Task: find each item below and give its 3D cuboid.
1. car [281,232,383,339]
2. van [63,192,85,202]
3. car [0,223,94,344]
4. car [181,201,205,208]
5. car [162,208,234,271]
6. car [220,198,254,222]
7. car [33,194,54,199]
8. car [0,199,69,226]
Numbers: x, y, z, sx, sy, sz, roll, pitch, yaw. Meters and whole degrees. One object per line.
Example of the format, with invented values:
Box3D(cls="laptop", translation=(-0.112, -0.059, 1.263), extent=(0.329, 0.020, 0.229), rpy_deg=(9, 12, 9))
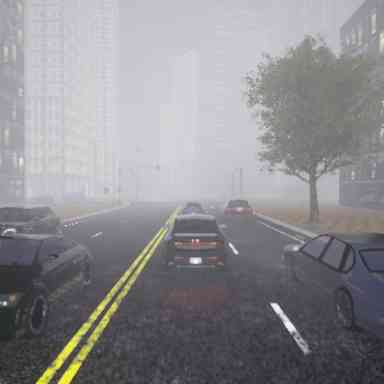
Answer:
Box3D(cls="car", translation=(3.344, 1.527, 6.708), extent=(2.033, 1.411, 5.357), rpy_deg=(0, 0, 0))
Box3D(cls="van", translation=(-22.662, 0.957, 63.860), extent=(3.998, 1.788, 1.690), rpy_deg=(0, 0, 1))
Box3D(cls="car", translation=(-3.353, 1.545, 6.377), extent=(1.994, 1.385, 4.181), rpy_deg=(0, 0, 0))
Box3D(cls="car", translation=(0.094, 1.435, 27.105), extent=(1.812, 1.442, 4.674), rpy_deg=(0, 0, 0))
Box3D(cls="car", translation=(0.096, 1.472, 10.771), extent=(1.837, 1.490, 4.892), rpy_deg=(0, 0, 0))
Box3D(cls="car", translation=(3.341, 1.268, 25.493), extent=(2.097, 1.767, 4.553), rpy_deg=(0, 0, 0))
Box3D(cls="car", translation=(-28.201, 1.135, 63.907), extent=(4.507, 1.381, 1.887), rpy_deg=(0, 0, 1))
Box3D(cls="car", translation=(-6.603, 1.313, 12.492), extent=(2.097, 1.767, 4.553), rpy_deg=(0, 0, 0))
